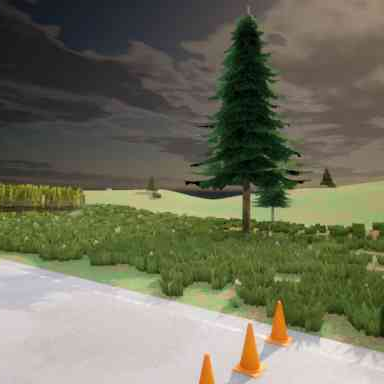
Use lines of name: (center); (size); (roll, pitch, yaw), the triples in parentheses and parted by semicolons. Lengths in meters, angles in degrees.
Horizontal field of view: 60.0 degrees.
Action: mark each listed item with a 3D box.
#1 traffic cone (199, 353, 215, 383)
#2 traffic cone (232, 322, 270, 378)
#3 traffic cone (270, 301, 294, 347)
traffic cone: (0.154, 1.955, 3.424); (0.340, 0.580, 0.340); (0, 0, 36)
traffic cone: (0.739, 1.955, 4.235); (0.340, 0.580, 0.340); (0, 0, 36)
traffic cone: (1.324, 1.955, 5.047); (0.340, 0.580, 0.340); (0, 0, 36)
